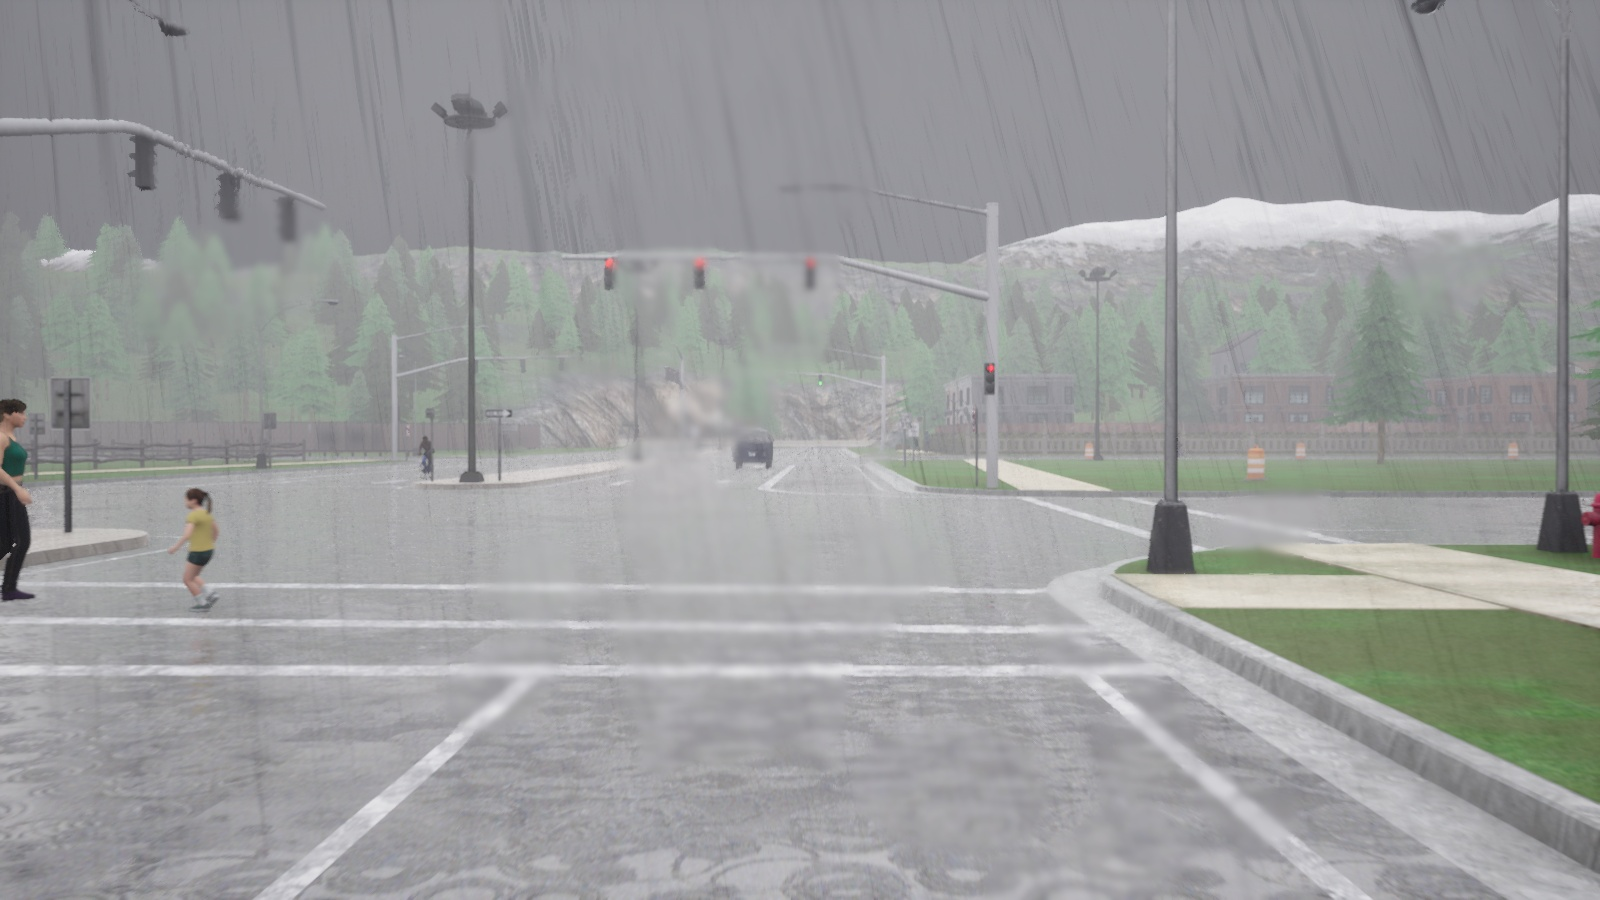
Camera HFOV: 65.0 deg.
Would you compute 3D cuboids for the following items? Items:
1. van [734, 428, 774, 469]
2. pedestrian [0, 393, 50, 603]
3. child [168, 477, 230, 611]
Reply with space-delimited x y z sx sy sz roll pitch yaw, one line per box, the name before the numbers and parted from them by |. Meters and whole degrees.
van | -2.300 -0.091 63.757 1.775 1.987 4.442 0 1 1
pedestrian | -7.035 0.419 11.124 0.594 1.836 0.345 0 1 -15
child | -5.080 0.790 10.623 0.394 1.110 0.255 0 1 1
